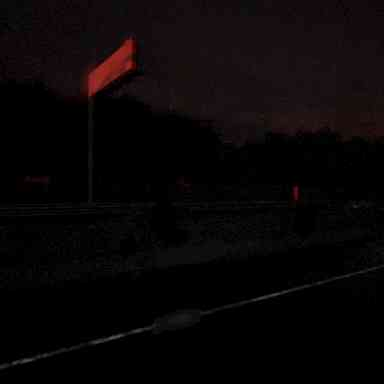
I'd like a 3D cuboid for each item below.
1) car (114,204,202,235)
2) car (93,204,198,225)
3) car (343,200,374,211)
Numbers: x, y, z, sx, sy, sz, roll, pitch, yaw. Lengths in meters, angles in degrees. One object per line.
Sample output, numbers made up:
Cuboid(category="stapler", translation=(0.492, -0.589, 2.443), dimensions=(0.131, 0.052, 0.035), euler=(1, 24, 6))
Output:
Cuboid(category="car", translation=(-1.935, 1.530, 19.810), dimensions=(4.892, 1.490, 1.837), euler=(0, 0, -35))
Cuboid(category="car", translation=(-2.108, 1.495, 15.388), dimensions=(5.008, 1.535, 1.882), euler=(0, 0, -36))
Cuboid(category="car", translation=(19.885, 1.720, 39.554), dimensions=(4.674, 1.442, 1.812), euler=(1, 0, -36))
